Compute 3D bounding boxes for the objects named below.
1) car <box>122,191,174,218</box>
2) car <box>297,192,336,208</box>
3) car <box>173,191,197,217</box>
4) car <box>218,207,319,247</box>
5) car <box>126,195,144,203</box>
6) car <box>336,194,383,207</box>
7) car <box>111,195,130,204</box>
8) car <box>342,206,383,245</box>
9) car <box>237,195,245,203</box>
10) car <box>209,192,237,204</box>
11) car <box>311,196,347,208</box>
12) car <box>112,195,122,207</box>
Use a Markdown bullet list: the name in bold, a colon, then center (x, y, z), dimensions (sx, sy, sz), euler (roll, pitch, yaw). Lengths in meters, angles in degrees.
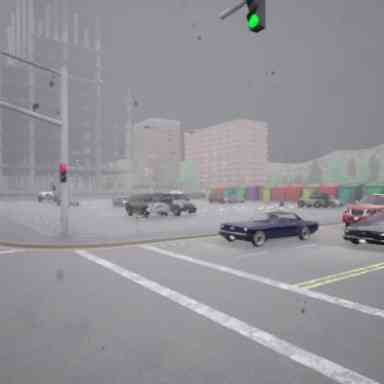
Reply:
- **car**: center (-3.702, 1.093, 27.212), dimensions (1.932, 1.855, 4.605), euler (0, 0, -35)
- **car**: center (14.768, 0.991, 40.092), dimensions (1.905, 1.878, 3.866), euler (0, 0, -35)
- **car**: center (-1.298, 1.082, 28.825), dimensions (1.905, 1.878, 3.866), euler (0, 0, -35)
- **car**: center (3.484, 1.547, 14.885), dimensions (4.718, 1.301, 1.895), euler (0, 0, -34)
- **car**: center (-10.627, 1.233, 62.035), dimensions (1.784, 1.438, 3.905), euler (0, 0, -35)
- **car**: center (11.599, 1.122, 20.318), dimensions (5.566, 2.045, 2.150), euler (0, 0, -33)
- **car**: center (-13.001, 1.279, 60.378), dimensions (1.970, 1.475, 3.806), euler (0, 0, -35)
- **car**: center (8.728, 1.476, 14.201), dimensions (5.357, 1.411, 2.033), euler (0, 0, -34)
- **car**: center (7.130, 1.183, 56.050), dimensions (1.784, 1.438, 3.905), euler (0, 0, -35)
- **car**: center (4.718, 0.986, 54.443), dimensions (1.932, 1.855, 4.605), euler (0, 0, -35)
- **car**: center (17.149, 1.217, 41.742), dimensions (1.970, 1.475, 3.806), euler (0, 0, -35)
- **car**: center (-9.082, 1.307, 44.694), dimensions (1.970, 1.475, 3.806), euler (0, 0, -35)
